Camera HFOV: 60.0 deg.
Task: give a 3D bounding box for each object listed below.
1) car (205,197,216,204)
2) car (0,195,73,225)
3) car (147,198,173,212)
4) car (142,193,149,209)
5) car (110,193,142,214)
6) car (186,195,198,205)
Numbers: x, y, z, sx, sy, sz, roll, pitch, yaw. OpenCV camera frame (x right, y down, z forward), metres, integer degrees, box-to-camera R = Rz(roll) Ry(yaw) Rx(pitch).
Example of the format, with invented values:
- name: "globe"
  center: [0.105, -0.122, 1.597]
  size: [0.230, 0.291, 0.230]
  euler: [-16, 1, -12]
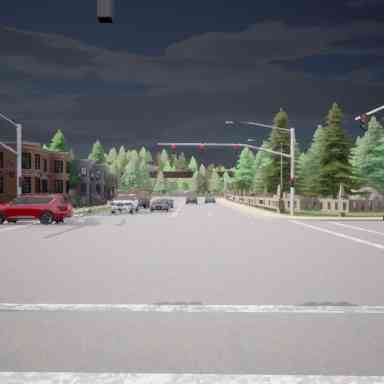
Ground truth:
- name: "car"
  center: [3.542, 1.564, 65.227]
  size: [1.994, 1.385, 4.181]
  euler: [0, 0, 0]
- name: "car"
  center: [-11.286, 1.221, 23.326]
  size: [5.566, 2.045, 2.150]
  euler: [0, 0, 0]
- name: "car"
  center: [-3.595, 1.564, 38.332]
  size: [1.994, 1.385, 4.181]
  euler: [0, 0, 0]
- name: "car"
  center: [-7.110, 1.221, 45.754]
  size: [2.150, 2.045, 5.566]
  euler: [0, 0, 0]
- name: "car"
  center: [-7.103, 1.221, 35.636]
  size: [2.150, 2.045, 5.566]
  euler: [0, 0, 0]
- name: "car"
  center: [-0.054, 1.352, 60.247]
  size: [2.097, 1.767, 4.553]
  euler: [0, 0, 0]
